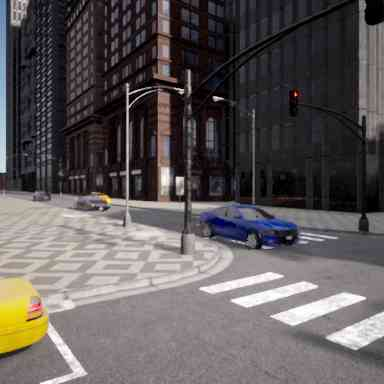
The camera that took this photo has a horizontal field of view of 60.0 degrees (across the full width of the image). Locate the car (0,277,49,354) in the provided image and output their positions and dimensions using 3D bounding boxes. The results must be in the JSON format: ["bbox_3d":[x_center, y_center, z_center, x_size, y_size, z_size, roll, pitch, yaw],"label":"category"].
[{"bbox_3d":[-4.232,1.525,3.630,4.829,1.417,1.752,0,0,-35],"label":"car"}]

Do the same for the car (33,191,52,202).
[{"bbox_3d":[-21.594,0.602,47.877,1.837,1.490,4.892,0,1,-36],"label":"car"}]

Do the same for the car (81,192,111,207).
[{"bbox_3d":[-11.300,0.794,38.895,1.882,1.535,5.008,0,1,-36],"label":"car"}]

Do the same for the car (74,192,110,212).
[{"bbox_3d":[-9.323,0.999,30.673,2.033,1.411,5.357,0,1,-36],"label":"car"}]

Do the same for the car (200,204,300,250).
[{"bbox_3d":[2.207,1.307,13.913,1.882,1.535,5.008,0,1,-30],"label":"car"}]
